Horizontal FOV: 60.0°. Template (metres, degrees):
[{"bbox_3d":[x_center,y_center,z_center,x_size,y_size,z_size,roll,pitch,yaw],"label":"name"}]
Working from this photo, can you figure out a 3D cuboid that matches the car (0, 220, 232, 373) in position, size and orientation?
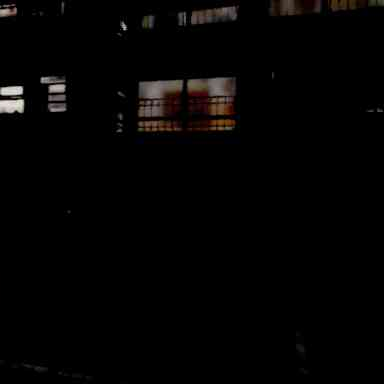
[{"bbox_3d":[-1.817,1.400,5.537,5.009,1.841,2.192,2,-2,14],"label":"car"}]
